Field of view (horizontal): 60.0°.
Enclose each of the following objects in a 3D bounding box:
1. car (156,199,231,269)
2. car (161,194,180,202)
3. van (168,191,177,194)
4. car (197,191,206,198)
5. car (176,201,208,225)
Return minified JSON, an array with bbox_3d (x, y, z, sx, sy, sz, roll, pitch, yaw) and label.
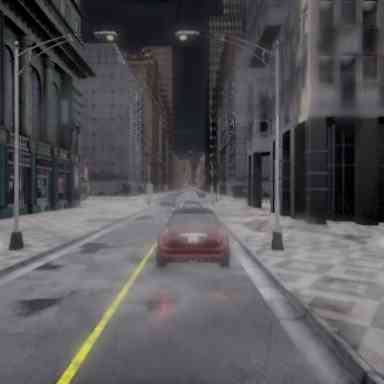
[{"bbox_3d":[0.049,1.296,11.154,2.097,1.767,4.553,0,0,0],"label":"car"},{"bbox_3d":[-3.105,1.314,44.434,1.994,1.385,4.181,0,0,0],"label":"car"},{"bbox_3d":[-5.693,0.744,91.610,1.690,1.788,3.998,0,0,0],"label":"van"},{"bbox_3d":[2.831,0.970,91.561,1.947,1.339,4.313,0,0,0],"label":"car"},{"bbox_3d":[0.024,1.419,24.366,2.033,1.411,5.357,0,0,1],"label":"car"}]
